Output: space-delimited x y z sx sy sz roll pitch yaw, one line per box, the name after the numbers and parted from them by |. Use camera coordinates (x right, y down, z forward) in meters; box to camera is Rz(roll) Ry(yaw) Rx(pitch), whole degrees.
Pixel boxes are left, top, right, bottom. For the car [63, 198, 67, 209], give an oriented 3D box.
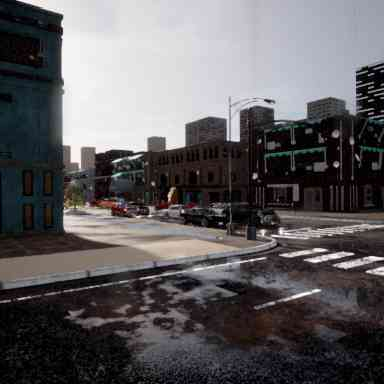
-23.129 2.232 58.388 1.752 1.417 4.829 -1 0 -35 | car

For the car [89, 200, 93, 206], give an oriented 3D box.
-19.594 2.227 67.891 1.887 1.381 4.507 -1 0 -35 | car

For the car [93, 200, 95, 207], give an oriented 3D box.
-16.398 1.939 63.376 2.192 1.841 5.009 -1 0 -35 | car

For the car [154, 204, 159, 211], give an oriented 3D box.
-3.583 1.965 45.316 1.802 1.307 4.206 -2 0 -35 | car

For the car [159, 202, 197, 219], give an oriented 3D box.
-0.906 1.898 31.549 1.895 1.301 4.718 -1 0 -35 | car

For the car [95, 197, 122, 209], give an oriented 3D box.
-13.932 1.917 55.442 2.097 1.767 4.553 -1 0 -35 | car

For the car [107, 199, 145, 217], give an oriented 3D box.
-7.219 1.846 35.952 1.967 1.590 4.097 -1 0 -35 | car

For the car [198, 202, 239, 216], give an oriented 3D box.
2.820 1.809 36.287 2.008 1.369 4.403 -2 0 -35 | car

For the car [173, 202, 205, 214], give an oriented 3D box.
-0.382 1.903 40.802 1.802 1.307 4.206 -2 0 -35 | car

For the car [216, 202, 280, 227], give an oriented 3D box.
4.189 1.547 24.246 2.097 1.767 4.553 -1 0 -34 | car

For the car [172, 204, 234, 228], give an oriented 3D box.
0.713 1.814 24.563 1.947 1.339 4.313 -2 0 -35 | car

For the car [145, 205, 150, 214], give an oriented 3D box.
-6.814 1.918 39.890 1.837 1.490 4.892 -1 0 -35 | car
